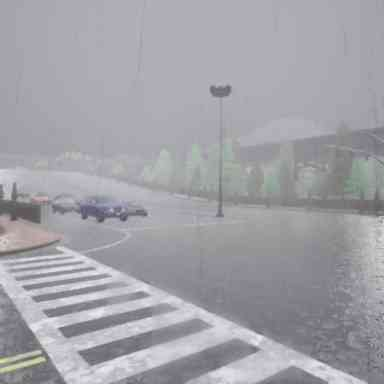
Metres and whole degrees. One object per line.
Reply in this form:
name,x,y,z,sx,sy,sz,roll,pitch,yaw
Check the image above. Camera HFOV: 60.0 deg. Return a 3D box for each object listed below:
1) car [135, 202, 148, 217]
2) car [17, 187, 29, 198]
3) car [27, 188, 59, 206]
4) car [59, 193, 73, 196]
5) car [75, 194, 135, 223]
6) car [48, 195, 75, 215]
car,-5.711,1.578,30.345,1.994,1.385,4.181,0,0,-37
car,-24.768,0.045,49.657,1.812,1.442,4.674,0,6,-37
car,-18.701,0.784,41.590,2.097,1.767,4.553,0,4,-37
car,-17.045,0.863,45.178,2.033,1.411,5.357,0,4,-38
car,-7.007,1.225,26.284,2.150,2.045,5.566,0,0,-37
car,-12.773,1.430,33.806,1.812,1.442,4.674,0,1,-37
